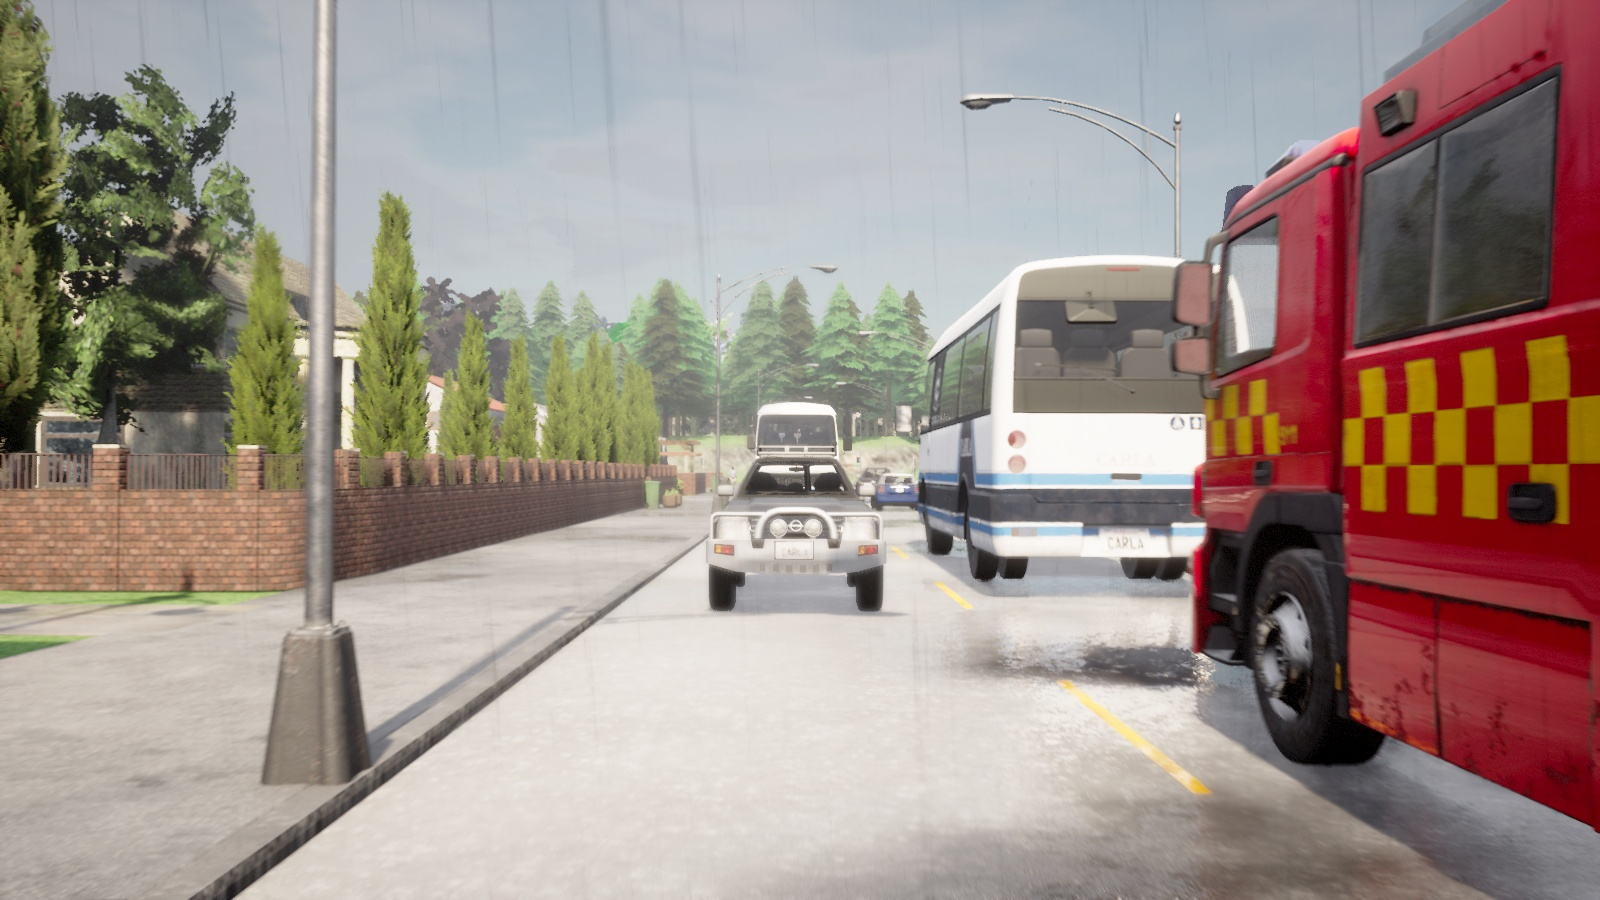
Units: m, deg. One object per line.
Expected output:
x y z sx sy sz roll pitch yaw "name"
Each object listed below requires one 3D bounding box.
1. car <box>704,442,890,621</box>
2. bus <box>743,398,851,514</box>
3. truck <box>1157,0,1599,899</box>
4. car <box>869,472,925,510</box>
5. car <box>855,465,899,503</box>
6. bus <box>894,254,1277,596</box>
-0.037 0.889 15.390 1.932 1.855 4.605 0 -1 0 "car"
-0.129 0.298 51.312 3.944 4.253 10.273 0 -1 0 "bus"
3.986 -0.289 4.631 2.891 3.827 8.468 0 -1 0 "truck"
3.881 1.614 50.740 1.970 1.475 3.806 0 -1 0 "car"
3.850 1.684 63.780 1.932 1.855 4.605 0 -1 0 "car"
3.948 -0.229 20.822 3.944 4.253 10.273 0 -1 0 "bus"
